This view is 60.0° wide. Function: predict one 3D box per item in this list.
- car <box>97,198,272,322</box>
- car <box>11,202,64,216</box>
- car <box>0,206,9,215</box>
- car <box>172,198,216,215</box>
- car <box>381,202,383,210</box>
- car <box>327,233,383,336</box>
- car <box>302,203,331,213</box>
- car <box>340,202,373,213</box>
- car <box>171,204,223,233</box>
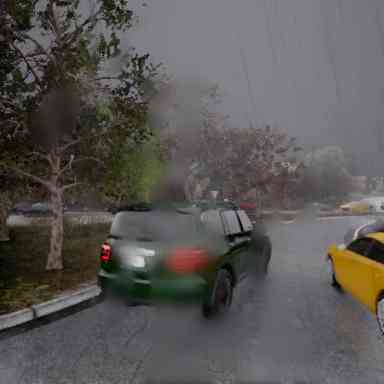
[{"bbox_3d":[0.272,1.247,7.680,2.150,2.045,5.566,0,-1,25],"label":"car"},{"bbox_3d":[-15.511,1.748,34.049,4.674,1.442,1.812,0,-1,5],"label":"car"},{"bbox_3d":[-19.561,1.847,37.382,4.718,1.301,1.895,0,0,-1],"label":"car"},{"bbox_3d":[0.191,1.627,37.949,4.553,1.767,2.097,1,-1,-23],"label":"car"},{"bbox_3d":[34.047,2.183,57.569,2.097,1.767,4.553,0,-1,35],"label":"car"},{"bbox_3d":[4.059,1.500,6.355,1.882,1.535,5.008,0,0,8],"label":"car"},{"bbox_3d":[17.363,2.152,46.312,4.181,1.385,1.994,1,-1,-31],"label":"car"},{"bbox_3d":[22.236,2.111,45.574,5.008,1.535,1.882,1,-1,-37],"label":"car"},{"bbox_3d":[0.162,1.614,22.053,1.882,1.535,5.008,0,0,-18],"label":"car"}]
